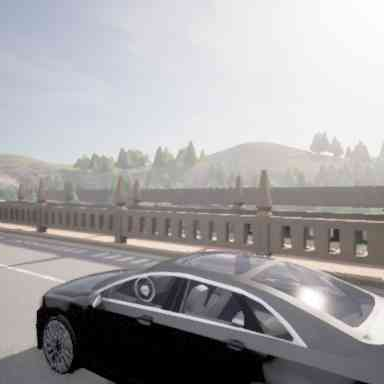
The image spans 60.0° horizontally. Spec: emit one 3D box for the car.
[{"bbox_3d":[0.079,1.490,3.936,4.902,1.511,2.128,0,0,35],"label":"car"}]
